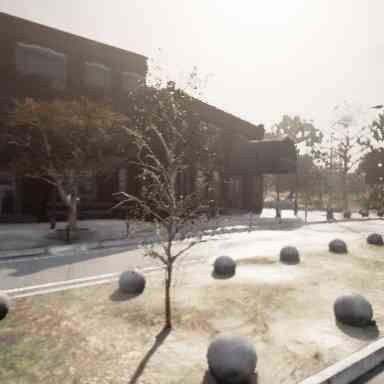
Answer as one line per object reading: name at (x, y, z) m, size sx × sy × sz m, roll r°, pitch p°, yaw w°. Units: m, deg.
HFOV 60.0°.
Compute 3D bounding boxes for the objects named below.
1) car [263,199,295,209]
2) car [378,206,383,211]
car at (12.881, 1.743, 48.729) m, size 4.902 × 1.511 × 2.128 m, roll 1°, pitch -1°, yaw 36°
car at (25.542, 2.045, 41.325) m, size 4.181 × 1.385 × 1.994 m, roll 1°, pitch -1°, yaw 16°
